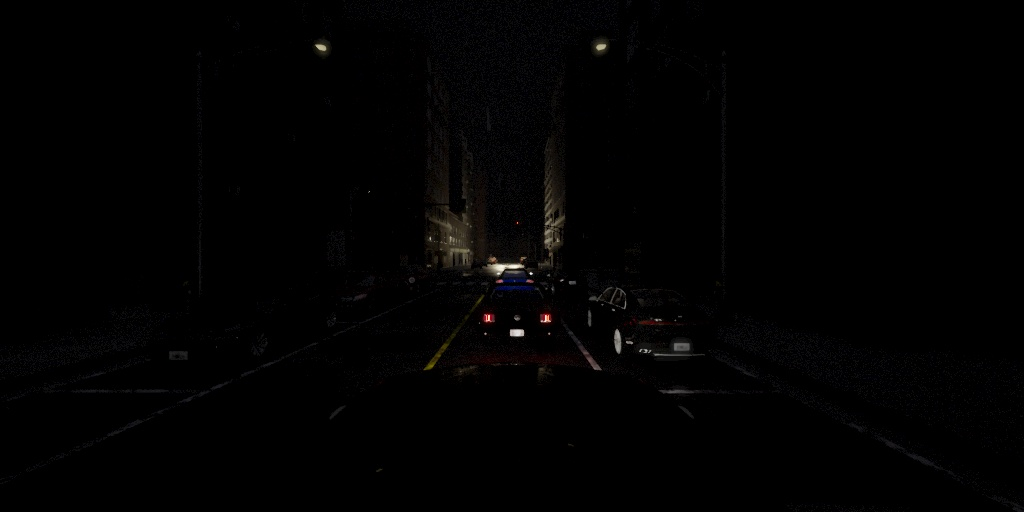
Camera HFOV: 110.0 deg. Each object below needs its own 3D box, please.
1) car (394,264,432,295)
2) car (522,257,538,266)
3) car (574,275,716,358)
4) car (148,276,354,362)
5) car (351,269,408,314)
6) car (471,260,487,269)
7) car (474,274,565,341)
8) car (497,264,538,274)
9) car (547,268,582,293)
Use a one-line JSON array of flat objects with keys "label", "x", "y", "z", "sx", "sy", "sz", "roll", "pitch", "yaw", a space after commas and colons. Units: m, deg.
[{"label": "car", "x": -5.618, "y": 1.190, "z": 19.261, "sx": 1.967, "sy": 1.591, "sz": 4.097, "roll": 0, "pitch": 0, "yaw": 0}, {"label": "car", "x": 3.050, "y": 1.225, "z": 56.325, "sx": 1.967, "sy": 1.591, "sz": 4.097, "roll": 0, "pitch": 0, "yaw": 0}, {"label": "car", "x": 2.875, "y": 1.300, "z": 8.234, "sx": 2.007, "sy": 1.370, "sz": 4.403, "roll": 0, "pitch": 0, "yaw": 0}, {"label": "car", "x": -5.650, "y": 1.315, "z": 8.258, "sx": 1.948, "sy": 1.339, "sz": 4.313, "roll": 0, "pitch": 0, "yaw": 0}, {"label": "car", "x": -5.635, "y": 1.332, "z": 13.760, "sx": 1.802, "sy": 1.307, "sz": 4.207, "roll": 0, "pitch": 0, "yaw": 0}, {"label": "car", "x": -5.475, "y": 1.367, "z": 56.363, "sx": 1.802, "sy": 1.307, "sz": 4.207, "roll": 0, "pitch": 0, "yaw": 0}, {"label": "car", "x": 0.118, "y": 1.351, "z": 9.858, "sx": 1.895, "sy": 1.301, "sz": 4.718, "roll": 0, "pitch": 0, "yaw": 0}, {"label": "car", "x": 0.145, "y": 1.314, "z": 18.617, "sx": 1.994, "sy": 1.385, "sz": 4.181, "roll": 0, "pitch": 0, "yaw": 1}, {"label": "car", "x": 2.907, "y": 1.316, "z": 19.236, "sx": 1.948, "sy": 1.339, "sz": 4.313, "roll": 0, "pitch": 0, "yaw": 0}]
